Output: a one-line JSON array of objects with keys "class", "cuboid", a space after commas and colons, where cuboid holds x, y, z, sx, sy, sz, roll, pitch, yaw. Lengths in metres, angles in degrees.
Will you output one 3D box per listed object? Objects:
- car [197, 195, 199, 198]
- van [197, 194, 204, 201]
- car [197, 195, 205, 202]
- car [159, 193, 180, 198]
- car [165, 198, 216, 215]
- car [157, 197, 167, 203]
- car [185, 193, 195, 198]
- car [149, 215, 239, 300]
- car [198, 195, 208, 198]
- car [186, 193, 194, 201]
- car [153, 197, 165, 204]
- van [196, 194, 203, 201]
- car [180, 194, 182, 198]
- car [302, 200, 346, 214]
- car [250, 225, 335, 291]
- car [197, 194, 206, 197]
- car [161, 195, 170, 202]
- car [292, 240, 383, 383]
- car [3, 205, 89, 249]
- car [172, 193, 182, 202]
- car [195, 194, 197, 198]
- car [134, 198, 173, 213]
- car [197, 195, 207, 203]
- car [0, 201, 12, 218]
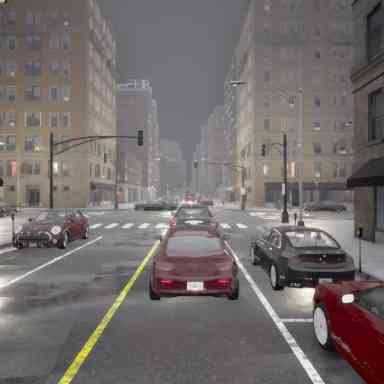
[{"class": "car", "cuboid": [2.388, 1.622, 58.238, 1.947, 1.339, 4.313, 0, 0, -1]}, {"class": "van", "cuboid": [2.080, 1.481, 85.773, 1.690, 1.788, 3.998, 0, 0, -1]}, {"class": "car", "cuboid": [2.141, 1.560, 80.265, 1.967, 1.590, 4.097, 0, 0, -1]}, {"class": "car", "cuboid": [-3.254, 1.390, 48.523, 2.097, 1.767, 4.553, 0, 0, -1]}, {"class": "car", "cuboid": [0.071, 1.358, 15.647, 2.097, 1.767, 4.553, 0, 0, 0]}, {"class": "car", "cuboid": [-6.261, 1.666, 69.162, 1.802, 1.307, 4.206, 0, 0, -1]}, {"class": "car", "cuboid": [-0.521, 1.342, 79.459, 2.150, 2.045, 5.566, 0, 0, -1]}, {"class": "car", "cuboid": [0.022, 1.528, 8.293, 1.812, 1.442, 4.674, 0, 0, -1]}, {"class": "car", "cuboid": [2.449, 1.590, 52.731, 1.887, 1.381, 4.507, 0, 0, -1]}, {"class": "car", "cuboid": [-0.642, 1.384, 90.177, 2.150, 2.045, 5.566, 0, 0, -1]}, {"class": "car", "cuboid": [-6.199, 1.613, 63.655, 1.887, 1.381, 4.507, 0, 0, -1]}, {"class": "van", "cuboid": [2.018, 1.504, 91.279, 1.690, 1.788, 3.998, 0, 0, -1]}, {"class": "car", "cuboid": [-3.408, 1.604, 67.325, 1.812, 1.442, 4.674, 0, 0, 0]}, {"class": "car", "cuboid": [14.782, 1.649, 37.213, 4.674, 1.442, 1.812, 0, 0, 0]}, {"class": "car", "cuboid": [2.660, 1.553, 8.805, 2.008, 1.369, 4.403, 0, 0, 0]}, {"class": "car", "cuboid": [2.324, 1.595, 63.915, 1.752, 1.417, 4.829, 0, 0, -1]}, {"class": "car", "cuboid": [-6.384, 1.559, 80.178, 1.967, 1.590, 4.097, 0, 0, -1]}, {"class": "car", "cuboid": [2.670, 1.545, 3.313, 1.887, 1.381, 4.507, 0, 0, 0]}, {"class": "car", "cuboid": [-5.874, 1.445, 14.278, 1.967, 1.590, 4.097, 0, 0, 0]}, {"class": "car", "cuboid": [-3.504, 1.336, 77.855, 2.150, 2.045, 5.566, 0, 0, -1]}, {"class": "car", "cuboid": [2.265, 1.399, 69.252, 2.192, 1.841, 5.009, 0, 0, -1]}, {"class": "car", "cuboid": [-4.076, 1.622, 37.054, 4.718, 1.301, 1.895, 0, 0, 0]}, {"class": "car", "cuboid": [2.203, 1.541, 74.759, 1.967, 1.590, 4.097, 0, 0, -1]}, {"class": "car", "cuboid": [-17.339, 1.253, 27.016, 4.553, 1.767, 2.097, 0, 0, 0]}]
